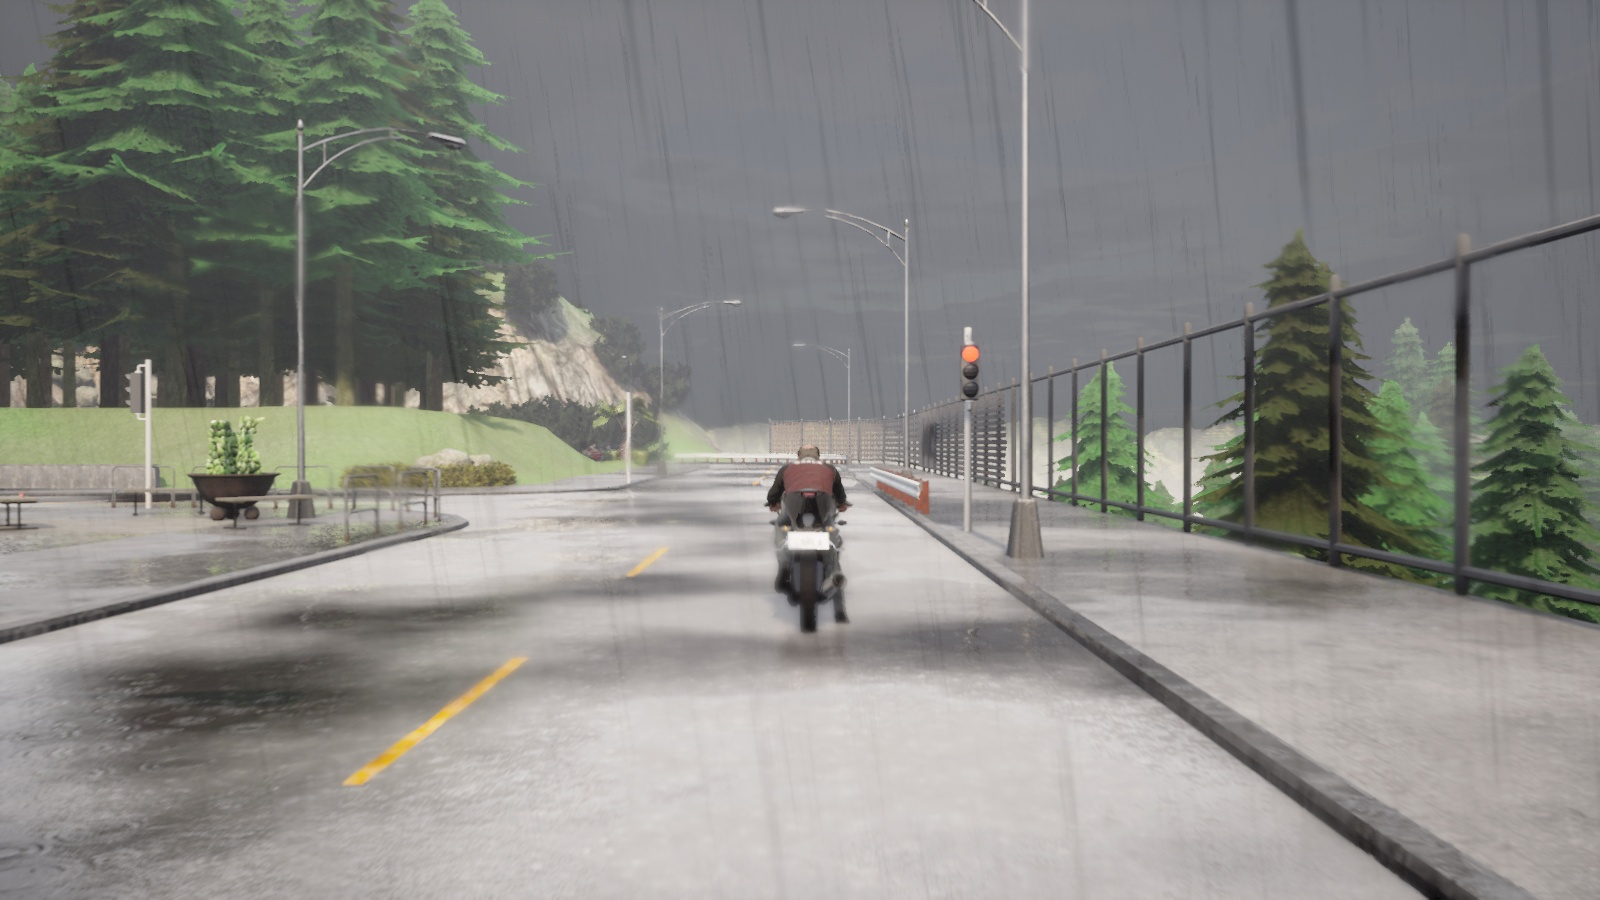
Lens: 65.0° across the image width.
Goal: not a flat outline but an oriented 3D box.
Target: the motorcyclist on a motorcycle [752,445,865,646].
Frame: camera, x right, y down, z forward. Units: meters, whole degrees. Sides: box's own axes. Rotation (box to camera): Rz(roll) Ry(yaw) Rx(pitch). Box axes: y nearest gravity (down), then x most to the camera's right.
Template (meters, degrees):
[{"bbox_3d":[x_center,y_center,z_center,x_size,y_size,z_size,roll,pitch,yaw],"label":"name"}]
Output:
[{"bbox_3d":[0.073,0.729,10.726,0.866,1.530,2.191,0,0,0],"label":"motorcyclist on a motorcycle"}]

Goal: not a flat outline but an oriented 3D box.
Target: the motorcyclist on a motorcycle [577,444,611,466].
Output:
[{"bbox_3d":[-14.303,0.340,87.217,2.191,1.530,0.866,0,0,0],"label":"motorcyclist on a motorcycle"}]
